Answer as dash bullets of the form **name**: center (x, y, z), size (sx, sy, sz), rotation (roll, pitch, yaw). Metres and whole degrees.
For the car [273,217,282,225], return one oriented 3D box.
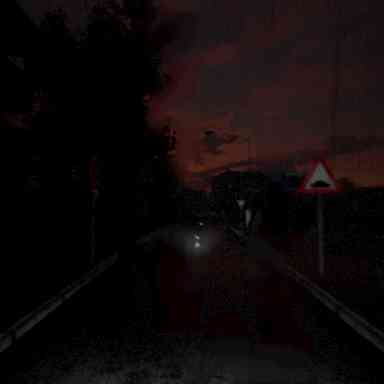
- **car**: center (13.658, 5.049, 59.259), size (1.946, 1.575, 5.366), rotation (7, -5, -30)

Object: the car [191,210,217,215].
- **car**: center (1.042, 2.591, 30.469), size (1.812, 1.442, 4.674), rotation (0, -3, 6)

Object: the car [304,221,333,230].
- **car**: center (22.630, 5.983, 60.618), size (2.002, 1.452, 4.674), rotation (7, -5, -29)

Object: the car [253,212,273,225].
- **car**: center (10.825, 4.497, 58.572), size (2.435, 2.045, 5.566), rotation (8, -6, -30)

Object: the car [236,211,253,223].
- **car**: center (7.828, 4.317, 58.017), size (2.185, 1.767, 4.553), rotation (7, -5, -30)

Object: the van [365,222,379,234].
- **van**: center (31.624, 6.613, 62.021), size (1.878, 1.987, 4.442), rotation (8, -6, -29)

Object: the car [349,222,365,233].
- **car**: center (28.482, 6.544, 61.775), size (1.946, 1.575, 5.366), rotation (7, -5, -29)

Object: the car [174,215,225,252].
- **car**: center (0.278, 1.888, 15.122), size (1.895, 1.301, 4.718), rotation (0, -2, 1)

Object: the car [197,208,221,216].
- **car**: center (1.976, 3.752, 56.940), size (2.435, 2.045, 5.566), rotation (2, -4, -30)

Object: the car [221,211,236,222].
- **car**: center (4.855, 4.057, 57.523), size (2.185, 1.767, 4.553), rotation (5, -5, -31)

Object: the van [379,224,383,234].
- **van**: center (34.598, 6.912, 62.512), size (1.878, 1.987, 4.442), rotation (8, -5, -29)

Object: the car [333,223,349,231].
- **car**: center (25.600, 6.283, 61.126), size (2.002, 1.452, 4.674), rotation (8, -5, -29)
